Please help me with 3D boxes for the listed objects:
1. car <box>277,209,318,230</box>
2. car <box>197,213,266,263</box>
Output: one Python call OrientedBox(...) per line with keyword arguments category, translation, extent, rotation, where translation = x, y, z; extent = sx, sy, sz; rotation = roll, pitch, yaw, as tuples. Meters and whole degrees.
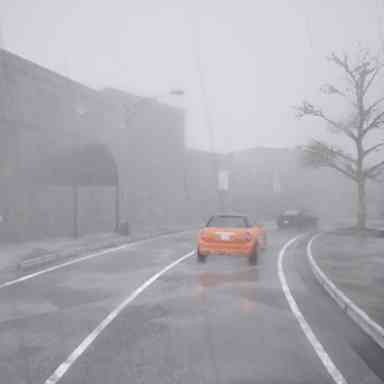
OrientedBox(category="car", translation=(8.458, 2.116, 26.397), extent=(1.882, 1.535, 5.008), rotation=(0, -1, 38))
OrientedBox(category="car", translation=(1.743, 1.612, 13.307), extent=(2.097, 1.767, 4.553), rotation=(0, -2, 17))
